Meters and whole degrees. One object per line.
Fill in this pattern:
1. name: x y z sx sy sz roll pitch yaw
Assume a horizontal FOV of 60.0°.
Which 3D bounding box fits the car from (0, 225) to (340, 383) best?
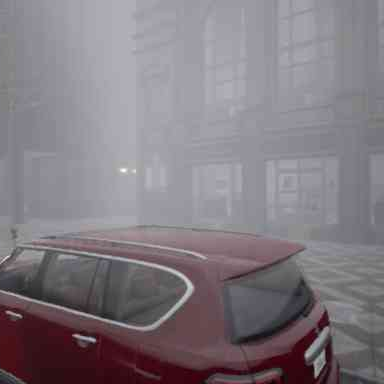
1. car: -1.017 1.329 3.808 5.009 1.841 2.192 0 0 36
